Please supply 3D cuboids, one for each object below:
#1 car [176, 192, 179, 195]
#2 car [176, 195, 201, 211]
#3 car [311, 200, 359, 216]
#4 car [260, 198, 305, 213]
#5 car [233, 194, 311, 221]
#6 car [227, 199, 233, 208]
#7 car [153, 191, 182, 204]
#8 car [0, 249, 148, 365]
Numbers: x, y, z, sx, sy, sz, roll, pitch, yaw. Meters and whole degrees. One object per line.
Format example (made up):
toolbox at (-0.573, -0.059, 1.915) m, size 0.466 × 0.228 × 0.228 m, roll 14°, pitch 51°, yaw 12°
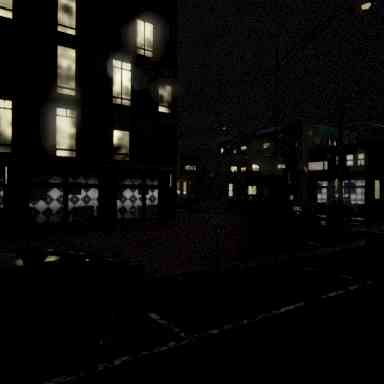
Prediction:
car at (-0.614, 1.101, 47.633) m, size 2.008 × 1.369 × 4.403 m, roll 1°, pitch 0°, yaw -36°
car at (-0.783, 1.230, 33.732) m, size 1.802 × 1.307 × 4.206 m, roll 1°, pitch 0°, yaw -36°
car at (12.543, 1.371, 29.771) m, size 1.887 × 1.381 × 4.507 m, roll 1°, pitch 0°, yaw -36°
car at (9.254, 1.340, 34.236) m, size 1.802 × 1.307 × 4.206 m, roll 1°, pitch 0°, yaw -36°
car at (5.802, 1.101, 24.801) m, size 2.192 × 1.841 × 5.009 m, roll 1°, pitch 0°, yaw -36°
car at (5.966, 1.130, 38.703) m, size 1.967 × 1.590 × 4.097 m, roll 1°, pitch 0°, yaw -36°
car at (-3.898, 0.793, 52.097) m, size 2.192 × 1.841 × 5.009 m, roll 1°, pitch 0°, yaw -36°
car at (-2.695, 1.566, 4.633) m, size 4.313 × 1.339 × 1.947 m, roll 0°, pitch 0°, yaw -36°
